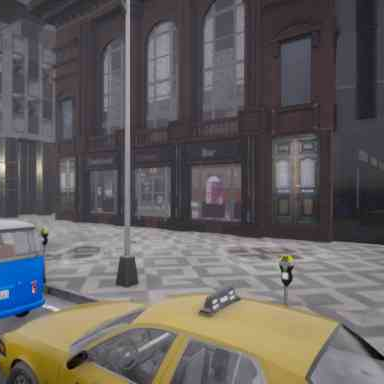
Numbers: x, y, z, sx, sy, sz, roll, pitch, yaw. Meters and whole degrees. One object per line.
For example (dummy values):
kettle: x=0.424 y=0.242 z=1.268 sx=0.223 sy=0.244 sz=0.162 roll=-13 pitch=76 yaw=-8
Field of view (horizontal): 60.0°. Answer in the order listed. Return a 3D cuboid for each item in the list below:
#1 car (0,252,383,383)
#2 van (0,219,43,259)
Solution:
car: x=0.025 y=1.525 z=2.943 sx=4.829 sy=1.417 sz=1.752 roll=0 pitch=0 yaw=36
van: x=-4.421 y=1.341 z=6.122 sx=3.998 sy=1.788 sz=1.690 roll=0 pitch=0 yaw=36
